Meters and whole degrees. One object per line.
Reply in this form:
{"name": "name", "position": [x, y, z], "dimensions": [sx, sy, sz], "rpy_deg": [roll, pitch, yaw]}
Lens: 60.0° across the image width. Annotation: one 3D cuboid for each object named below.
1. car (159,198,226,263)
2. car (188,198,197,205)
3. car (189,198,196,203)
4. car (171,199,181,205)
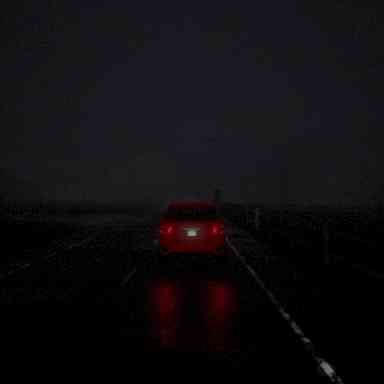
{"name": "car", "position": [0.015, 1.332, 12.577], "dimensions": [2.150, 2.045, 5.566], "rpy_deg": [0, 0, 0]}
{"name": "car", "position": [0.020, 2.196, 79.937], "dimensions": [2.128, 1.511, 4.902], "rpy_deg": [0, 0, 0]}
{"name": "car", "position": [0.023, 2.185, 90.390], "dimensions": [1.895, 1.301, 4.718], "rpy_deg": [0, 0, 0]}
{"name": "car", "position": [-3.482, 2.161, 72.455], "dimensions": [1.994, 1.385, 4.181], "rpy_deg": [0, 0, 0]}
